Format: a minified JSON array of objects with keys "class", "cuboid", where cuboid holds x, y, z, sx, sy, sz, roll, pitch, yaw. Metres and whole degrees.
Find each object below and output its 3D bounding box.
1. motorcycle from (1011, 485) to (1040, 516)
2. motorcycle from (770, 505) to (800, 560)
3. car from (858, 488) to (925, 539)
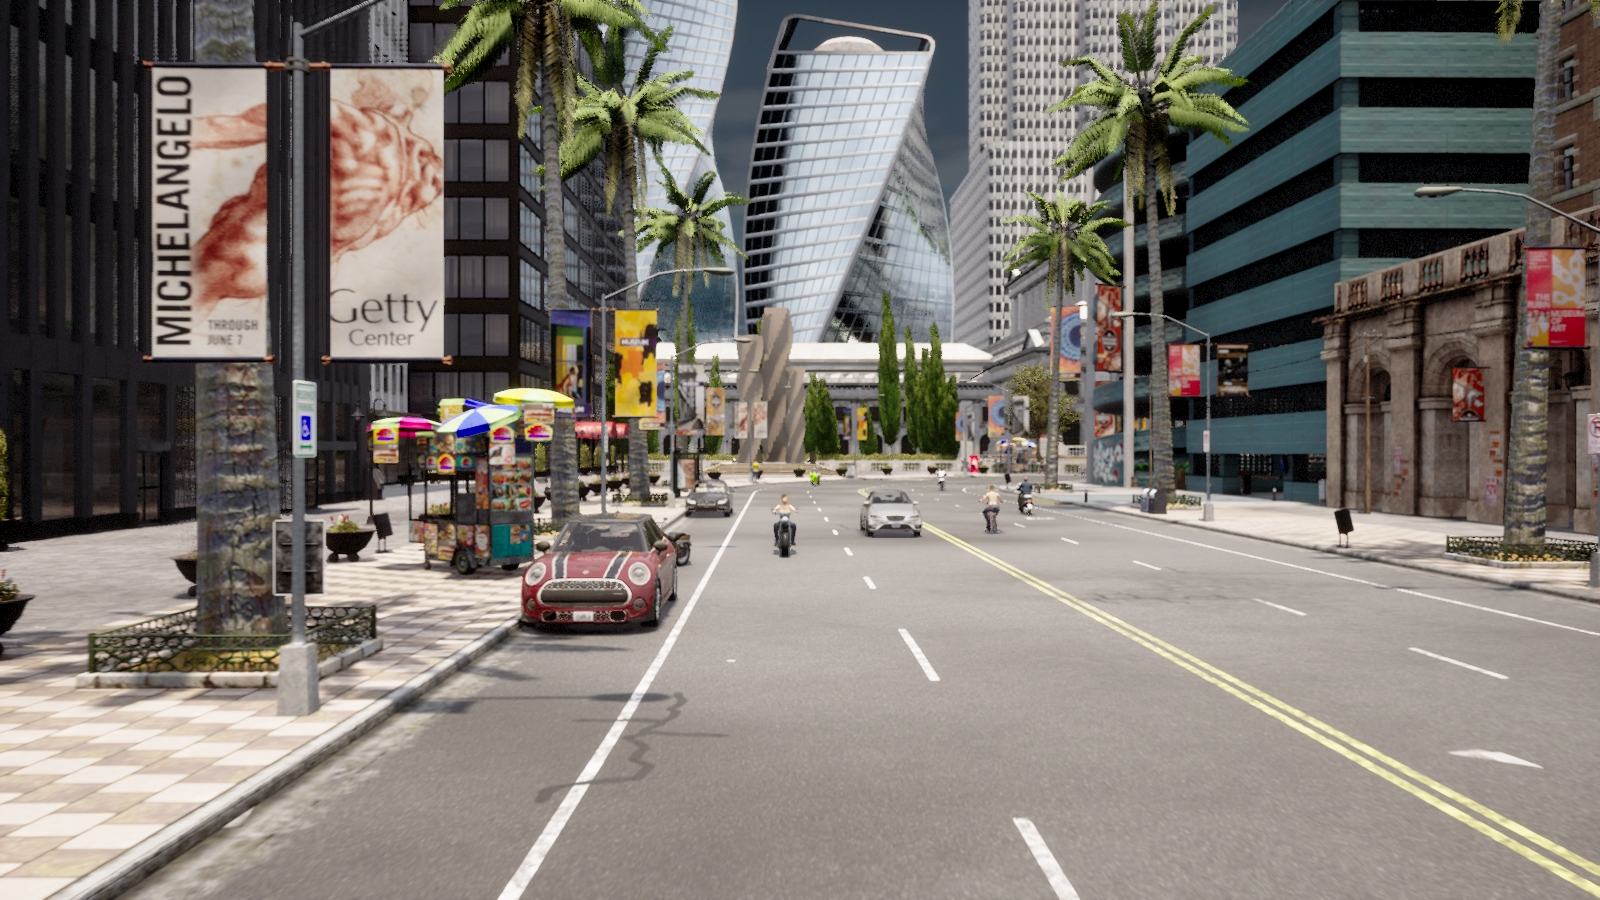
[{"class":"motorcycle","cuboid":[9.741,2.165,49.359,0.856,1.236,1.805,0,0,-1]},{"class":"motorcycle","cuboid":[-0.398,2.159,30.278,0.764,1.277,2.356,0,0,-1]},{"class":"car","cuboid":[2.958,2.053,37.770,1.816,1.474,4.193,0,0,-1]}]
